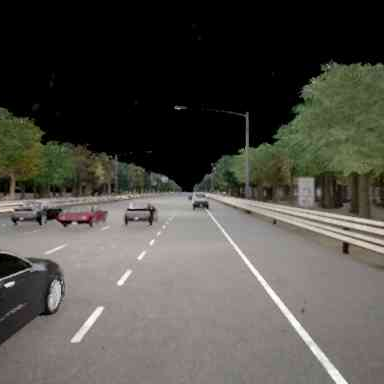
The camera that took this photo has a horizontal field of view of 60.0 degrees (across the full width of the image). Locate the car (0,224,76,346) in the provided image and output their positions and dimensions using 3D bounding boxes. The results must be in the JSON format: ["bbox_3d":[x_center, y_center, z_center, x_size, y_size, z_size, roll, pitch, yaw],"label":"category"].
[{"bbox_3d":[-3.397,1.490,4.573,1.837,1.490,4.892,0,0,0],"label":"car"}]

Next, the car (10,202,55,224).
[{"bbox_3d":[-10.396,1.422,22.739,2.128,1.511,4.902,0,0,0],"label":"car"}]

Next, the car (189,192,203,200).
[{"bbox_3d":[1.066,1.078,50.083,2.150,2.045,5.566,0,0,0],"label":"car"}]

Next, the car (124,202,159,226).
[{"bbox_3d":[-3.396,1.421,22.806,2.128,1.511,4.902,0,0,0],"label":"car"}]

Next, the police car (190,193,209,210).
[{"bbox_3d":[1.060,1.304,40.174,1.930,1.638,5.238,0,0,0],"label":"police car"}]

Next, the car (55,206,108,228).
[{"bbox_3d":[-6.894,1.534,21.735,1.895,1.301,4.718,0,0,0],"label":"car"}]

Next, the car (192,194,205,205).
[{"bbox_3d":[1.074,1.193,56.014,2.097,1.767,4.553,0,0,0],"label":"car"}]
